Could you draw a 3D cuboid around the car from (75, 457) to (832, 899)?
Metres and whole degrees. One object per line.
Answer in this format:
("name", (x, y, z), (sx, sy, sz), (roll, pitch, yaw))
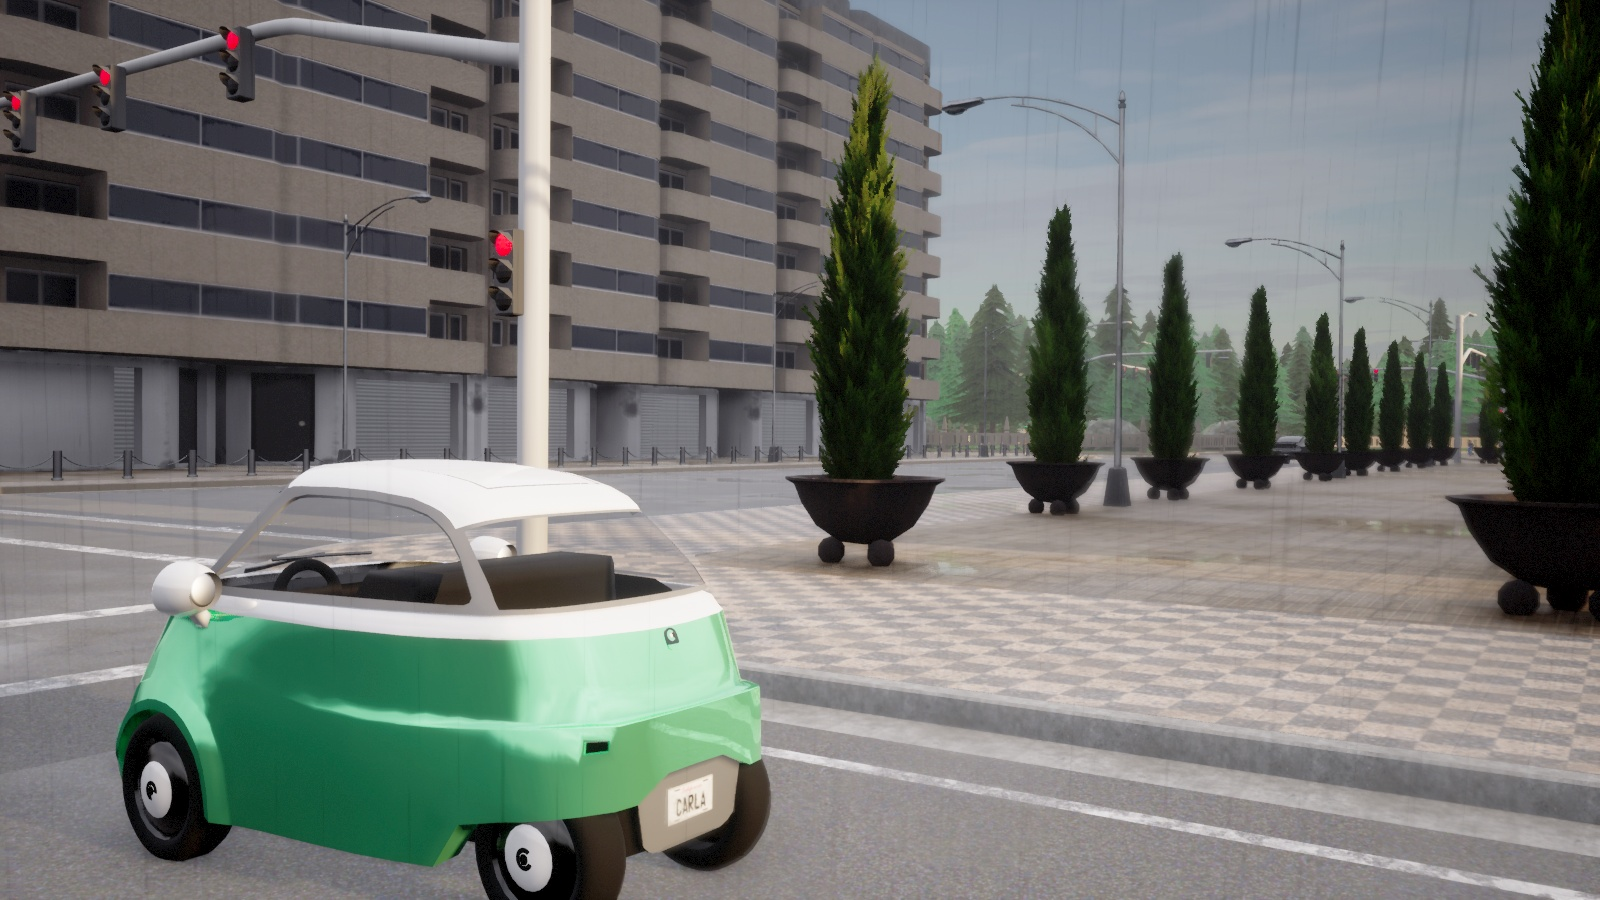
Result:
("car", (-1.218, 0.737, 4.433), (2.207, 1.376, 1.481), (0, 1, 34))

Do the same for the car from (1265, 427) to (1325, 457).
("car", (25.735, -0.442, 65.164), (1.837, 1.490, 4.892), (0, 1, 34))
